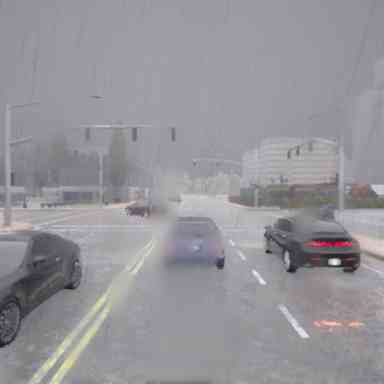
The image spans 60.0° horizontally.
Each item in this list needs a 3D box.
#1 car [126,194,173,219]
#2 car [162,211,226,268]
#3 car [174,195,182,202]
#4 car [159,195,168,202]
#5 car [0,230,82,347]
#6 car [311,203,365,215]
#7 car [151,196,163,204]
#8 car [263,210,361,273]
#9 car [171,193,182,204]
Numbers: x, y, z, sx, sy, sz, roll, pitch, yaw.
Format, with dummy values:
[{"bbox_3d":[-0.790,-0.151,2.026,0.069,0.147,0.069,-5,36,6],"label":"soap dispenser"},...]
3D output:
[{"bbox_3d":[-4.138,1.366,30.029,2.097,1.767,4.553,0,0,-39],"label":"car"},{"bbox_3d":[0.078,1.553,11.318,2.033,1.411,5.357,0,0,0],"label":"car"},{"bbox_3d":[-3.413,1.555,81.676,1.812,1.442,4.674,0,0,0],"label":"car"},{"bbox_3d":[-6.913,1.555,81.681,1.812,1.442,4.674,0,0,0],"label":"car"},{"bbox_3d":[-3.574,1.529,6.428,1.812,1.442,4.674,0,0,0],"label":"car"},{"bbox_3d":[11.782,1.576,26.970,4.181,1.385,1.994,0,0,-5],"label":"car"},{"bbox_3d":[-6.937,1.556,66.165,1.812,1.442,4.674,0,0,0],"label":"car"},{"bbox_3d":[3.574,1.509,10.717,1.837,1.490,4.892,0,0,0],"label":"car"},{"bbox_3d":[-3.436,1.250,66.131,2.150,2.045,5.566,0,0,0],"label":"car"}]
